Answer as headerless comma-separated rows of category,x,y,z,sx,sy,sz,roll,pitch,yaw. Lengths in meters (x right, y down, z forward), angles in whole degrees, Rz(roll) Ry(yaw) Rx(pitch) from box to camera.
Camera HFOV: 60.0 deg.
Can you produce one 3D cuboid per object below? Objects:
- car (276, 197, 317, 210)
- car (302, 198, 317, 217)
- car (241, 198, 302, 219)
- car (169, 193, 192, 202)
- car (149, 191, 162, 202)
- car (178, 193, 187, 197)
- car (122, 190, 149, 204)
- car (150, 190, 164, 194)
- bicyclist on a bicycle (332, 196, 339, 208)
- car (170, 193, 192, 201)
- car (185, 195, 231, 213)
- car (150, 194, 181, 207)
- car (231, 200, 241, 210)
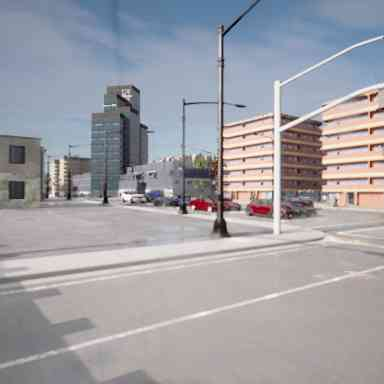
car,13.763,1.470,44.200,2.128,1.511,4.902,0,1,-34
car,9.227,1.568,31.876,2.033,1.411,5.357,0,1,-35
car,6.844,1.366,29.170,2.097,1.767,4.553,0,0,-34
car,-2.154,1.064,61.227,1.837,1.490,4.892,0,1,-34
car,-7.544,1.036,56.524,1.837,1.490,4.892,0,1,-34
car,-1.756,1.238,47.981,1.812,1.442,4.674,0,1,-34
car,-9.372,0.765,52.978,2.150,2.045,5.566,0,1,-33
car,-7.804,0.537,69.402,2.150,2.045,5.566,0,0,-34
bicyclist on a bicycle,19.725,1.349,45.751,1.656,1.620,0.582,0,1,-34
car,-2.301,0.978,67.725,2.128,1.511,4.902,0,1,-34
car,1.702,1.364,36.683,1.882,1.535,5.008,0,1,-34
car,-3.415,1.294,44.196,1.994,1.385,4.181,0,1,-34
car,3.885,1.412,39.700,1.812,1.442,4.674,0,1,-34
